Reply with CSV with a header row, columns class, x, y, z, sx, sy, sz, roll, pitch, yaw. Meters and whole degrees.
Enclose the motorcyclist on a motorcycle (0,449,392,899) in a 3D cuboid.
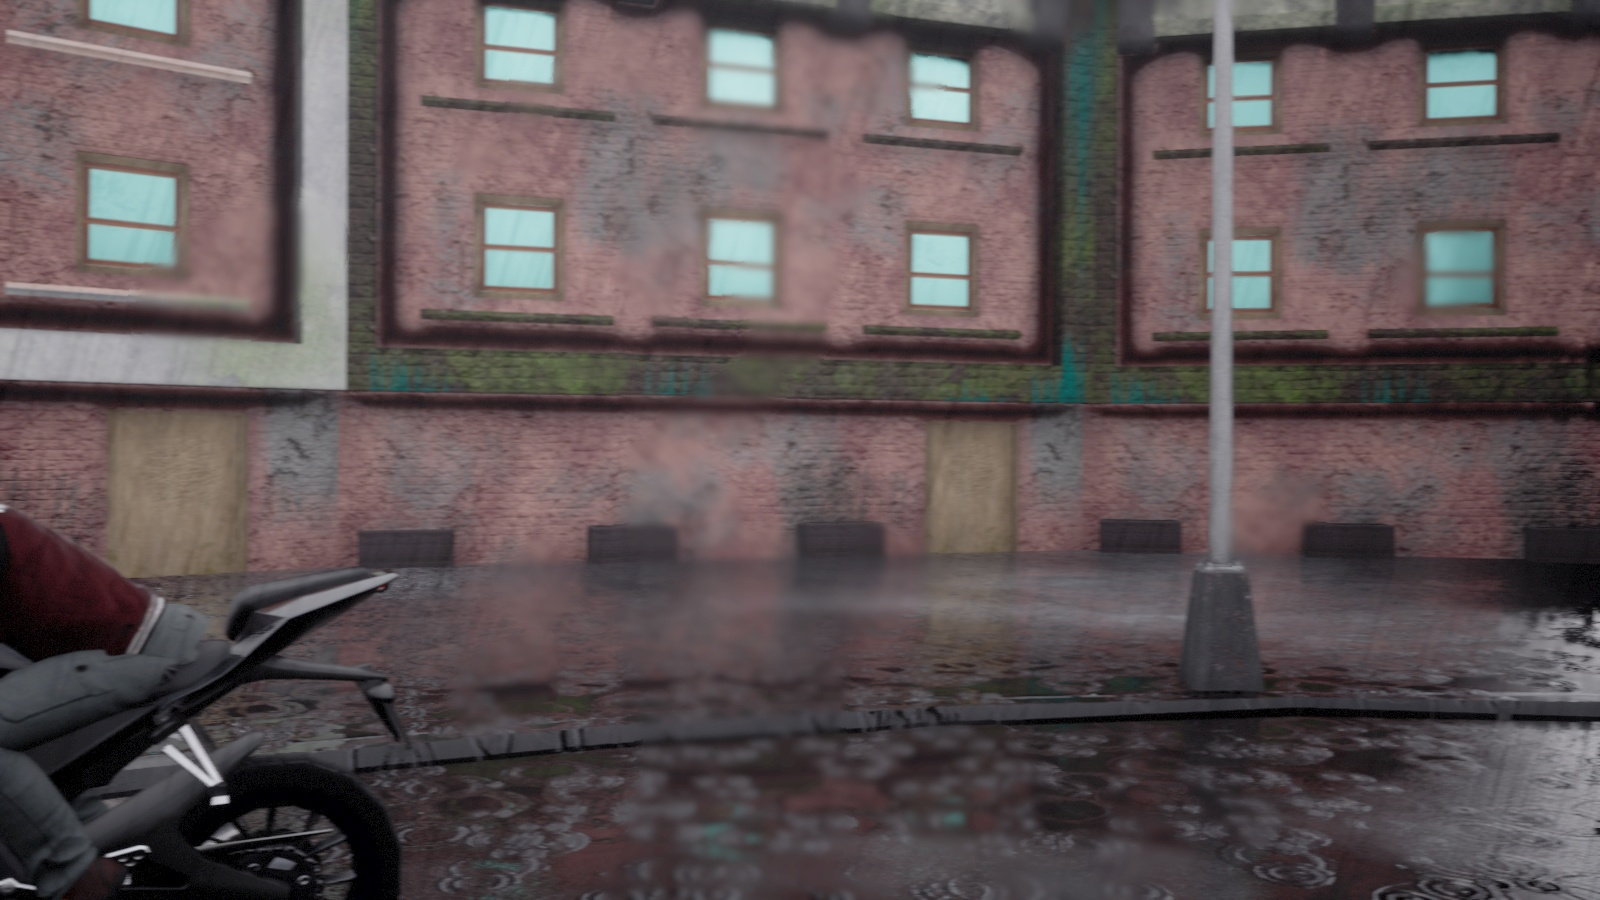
class,x,y,z,sx,sy,sz,roll,pitch,yaw
motorcyclist on a motorcycle,-2.181,0.770,2.968,2.191,1.530,0.866,0,1,-28
